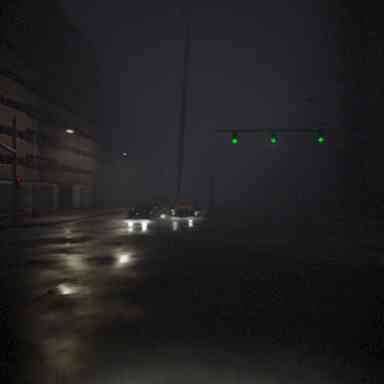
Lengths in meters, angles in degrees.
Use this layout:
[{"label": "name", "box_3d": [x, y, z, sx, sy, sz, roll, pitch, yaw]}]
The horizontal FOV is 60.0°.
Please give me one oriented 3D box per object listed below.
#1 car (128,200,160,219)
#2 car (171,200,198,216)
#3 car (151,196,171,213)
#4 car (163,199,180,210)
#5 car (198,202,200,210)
[{"label": "car", "box_3d": [-4.571, 1.749, 30.868, 1.994, 1.385, 4.181, 0, 0, 5]}, {"label": "car", "box_3d": [-0.712, 1.680, 35.287, 1.882, 1.535, 5.008, 0, 0, 5]}, {"label": "car", "box_3d": [-3.866, 1.458, 40.199, 2.150, 2.045, 5.566, 0, 0, 4]}, {"label": "car", "box_3d": [-3.072, 1.856, 50.179, 1.994, 1.385, 4.181, 0, 0, 5]}, {"label": "car", "box_3d": [0.103, 1.808, 45.731, 2.033, 1.411, 5.357, 0, 0, 5]}]
